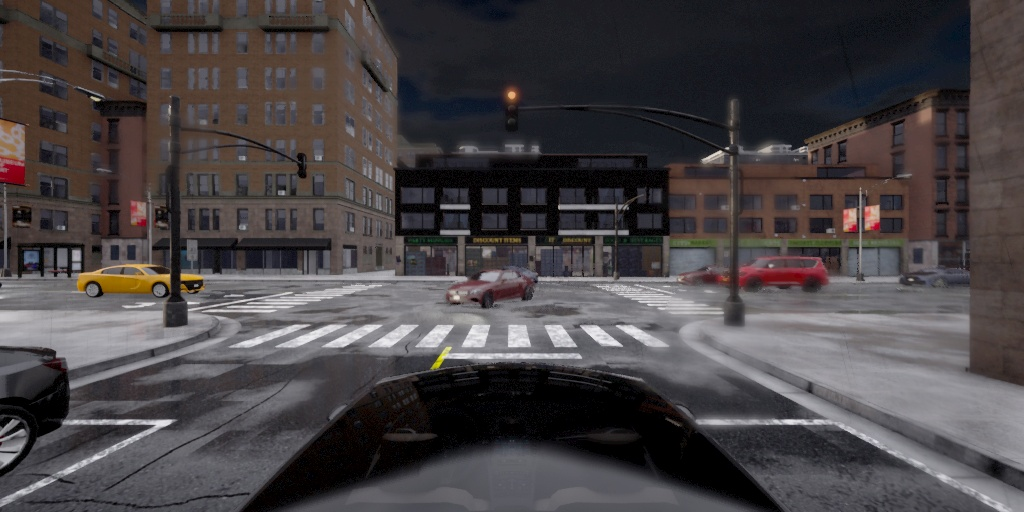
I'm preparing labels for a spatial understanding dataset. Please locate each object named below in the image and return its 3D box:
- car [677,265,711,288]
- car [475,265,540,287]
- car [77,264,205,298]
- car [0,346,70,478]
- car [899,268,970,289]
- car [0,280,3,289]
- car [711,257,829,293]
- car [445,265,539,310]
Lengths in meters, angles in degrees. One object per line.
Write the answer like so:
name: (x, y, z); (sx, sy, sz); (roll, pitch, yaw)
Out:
car: (13.648, 1.352, 24.205); (4.674, 1.442, 1.812); (0, 0, 0)
car: (-0.288, 1.319, 24.137); (4.181, 1.385, 1.994); (0, 0, 0)
car: (-17.782, 1.149, 17.356); (5.008, 1.535, 1.882); (0, 0, 0)
car: (-5.387, 1.316, 1.866); (1.948, 1.339, 4.313); (0, 0, 0)
car: (29.039, 1.472, 24.275); (4.181, 1.385, 1.994); (0, 0, 0)
car: (-27.848, 1.150, 17.310); (4.674, 1.442, 1.812); (0, 0, 0)
car: (15.192, 1.055, 20.958); (5.566, 2.045, 2.150); (0, 0, 0)
car: (-0.757, 1.279, 15.127); (1.812, 1.442, 4.674); (-1, -1, 34)
